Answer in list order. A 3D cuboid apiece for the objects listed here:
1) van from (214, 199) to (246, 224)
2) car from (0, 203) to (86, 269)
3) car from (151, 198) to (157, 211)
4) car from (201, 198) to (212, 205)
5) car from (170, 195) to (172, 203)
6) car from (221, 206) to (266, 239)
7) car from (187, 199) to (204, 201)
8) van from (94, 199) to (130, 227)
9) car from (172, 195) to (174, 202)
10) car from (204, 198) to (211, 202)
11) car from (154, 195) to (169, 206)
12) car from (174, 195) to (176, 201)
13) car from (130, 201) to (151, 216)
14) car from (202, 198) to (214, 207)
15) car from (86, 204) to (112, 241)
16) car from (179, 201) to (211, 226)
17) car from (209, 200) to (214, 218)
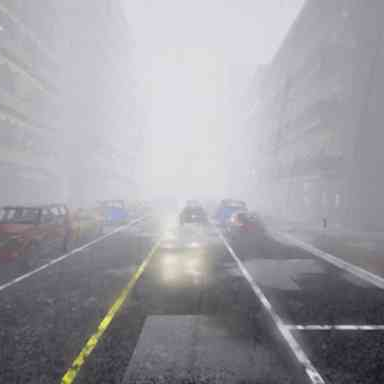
[{"bbox_3d":[2.709,1.395,22.831,1.690,1.788,3.998,0,0,0],"label":"van"},{"bbox_3d":[-5.677,1.339,11.459,2.192,1.841,5.009,0,0,0],"label":"car"},{"bbox_3d":[-5.663,1.692,39.910,1.802,1.307,4.206,0,0,0],"label":"car"},{"bbox_3d":[2.731,1.781,62.663,1.802,1.307,4.206,0,0,0],"label":"car"},{"bbox_3d":[-5.646,1.791,68.360,1.947,1.339,4.313,0,0,0],"label":"car"},{"bbox_3d":[2.704,1.620,17.142,1.802,1.307,4.206,0,0,0],"label":"car"},{"bbox_3d":[0.126,1.594,41.513,1.882,1.535,5.008,0,0,0],"label":"car"},{"bbox_3d":[-5.670,1.395,22.838,1.690,1.788,3.998,0,0,0],"label":"van"},{"bbox_3d":[-5.643,1.835,74.049,1.802,1.307,4.206,0,0,0],"label":"car"},{"bbox_3d":[2.721,1.714,45.592,1.802,1.307,4.206,0,0,0],"label":"car"},{"bbox_3d":[-5.651,1.491,56.980,2.192,1.841,5.009,0,0,0],"label":"car"},{"bbox_3d":[-5.636,1.629,85.430,2.192,1.841,5.009,0,0,0],"label":"car"},{"bbox_3d":[-5.665,1.615,34.048,1.752,1.417,4.829,0,0,0],"label":"car"},{"bbox_3d":[2.728,1.757,56.973,1.802,1.307,4.206,0,0,0],"label":"car"},{"bbox_3d":[-5.676,1.563,16.980,1.752,1.417,4.829,0,0,0],"label":"car"},{"bbox_3d":[0.115,1.622,24.288,1.994,1.385,4.181,0,0,0],"label":"car"},{"bbox_3d":[2.711,1.615,28.522,1.887,1.381,4.507,0,0,0],"label":"car"}]
